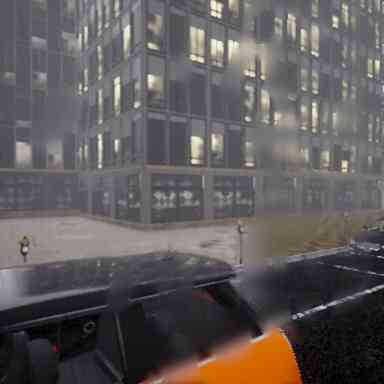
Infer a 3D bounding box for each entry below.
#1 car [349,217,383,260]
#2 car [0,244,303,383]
[{"bbox_3d":[7.084,1.518,11.330,4.403,1.369,2.008,0,0,-35],"label":"car"},{"bbox_3d":[-1.355,1.351,2.100,4.553,1.767,2.097,0,0,-35],"label":"car"}]
